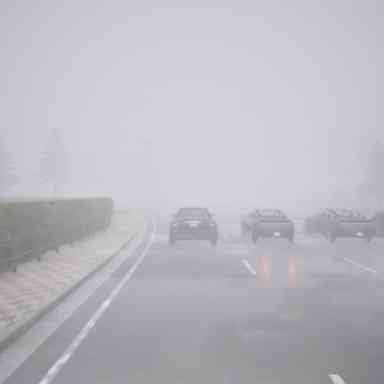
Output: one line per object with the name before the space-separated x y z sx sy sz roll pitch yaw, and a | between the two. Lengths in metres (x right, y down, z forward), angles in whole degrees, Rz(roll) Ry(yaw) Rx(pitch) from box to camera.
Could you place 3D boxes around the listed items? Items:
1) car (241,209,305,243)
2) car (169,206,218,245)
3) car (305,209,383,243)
car | 3.601 1.577 16.484 2.128 1.511 4.902 0 0 0
car | 0.037 1.436 16.216 2.097 1.767 4.553 0 0 -1
car | 7.101 1.577 16.486 2.128 1.511 4.902 0 0 0
